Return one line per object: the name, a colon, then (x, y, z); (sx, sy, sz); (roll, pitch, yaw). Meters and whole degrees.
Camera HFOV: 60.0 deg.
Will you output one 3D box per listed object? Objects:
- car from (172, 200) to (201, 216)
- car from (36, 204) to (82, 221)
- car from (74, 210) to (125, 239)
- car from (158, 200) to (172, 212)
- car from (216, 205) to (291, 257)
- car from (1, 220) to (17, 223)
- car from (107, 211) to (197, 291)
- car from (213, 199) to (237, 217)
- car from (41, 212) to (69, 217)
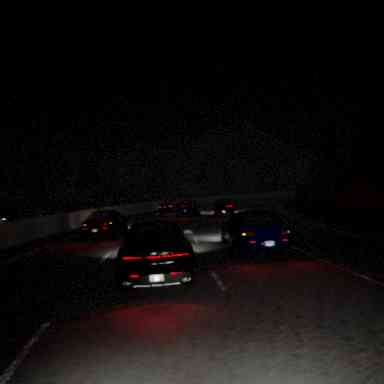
car: (-0.279, 1.490, 32.036); (1.882, 1.535, 5.008); (-3, 0, 8)
car: (-14.051, 2.161, 35.544); (2.033, 1.411, 5.357); (-2, 0, 10)
car: (-4.860, 1.737, 18.892); (1.812, 1.442, 4.674); (-3, 0, 0)
car: (-2.460, 1.656, 39.249); (2.033, 1.411, 5.357); (-3, 0, 13)
car: (2.253, 1.427, 12.570); (1.812, 1.442, 4.674); (-3, 0, -4)
car: (-18.201, 2.357, 31.078); (1.994, 1.385, 4.181); (-3, 0, 7)
car: (-1.001, 1.548, 9.315); (1.837, 1.490, 4.892); (-3, 0, -6)
car: (2.998, 1.375, 30.357); (1.837, 1.490, 4.892); (-3, 0, 8)
car: (-11.380, 2.060, 29.367); (1.994, 1.385, 4.181); (-3, 0, 7)
